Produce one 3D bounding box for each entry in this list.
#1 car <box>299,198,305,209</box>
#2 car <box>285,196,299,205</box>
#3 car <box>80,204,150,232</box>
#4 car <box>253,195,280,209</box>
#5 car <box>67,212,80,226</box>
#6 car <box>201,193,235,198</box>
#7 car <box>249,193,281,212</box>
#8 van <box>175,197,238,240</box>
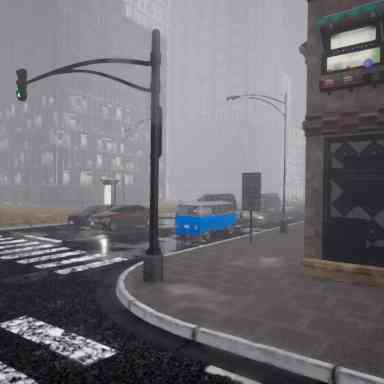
[{"bbox_3d":[15.618,1.463,42.433,1.812,1.442,4.674,1,1,36],"label":"car"},{"bbox_3d":[16.305,1.364,53.309,1.752,1.417,4.829,1,1,35],"label":"car"},{"bbox_3d":[-4.066,1.466,20.120,1.812,1.442,4.674,1,1,37],"label":"car"},{"bbox_3d":[10.000,1.294,44.422,1.967,1.590,4.097,1,1,35],"label":"car"},{"bbox_3d":[-6.009,1.467,21.864,1.947,1.339,4.313,1,1,35],"label":"car"},{"bbox_3d":[1.883,1.143,28.499,2.150,2.045,5.566,1,1,36],"label":"car"},{"bbox_3d":[8.075,1.125,37.202,2.150,2.045,5.566,1,1,36],"label":"car"},{"bbox_3d":[0.828,1.368,17.011,1.690,1.788,3.998,1,1,35],"label":"van"}]
